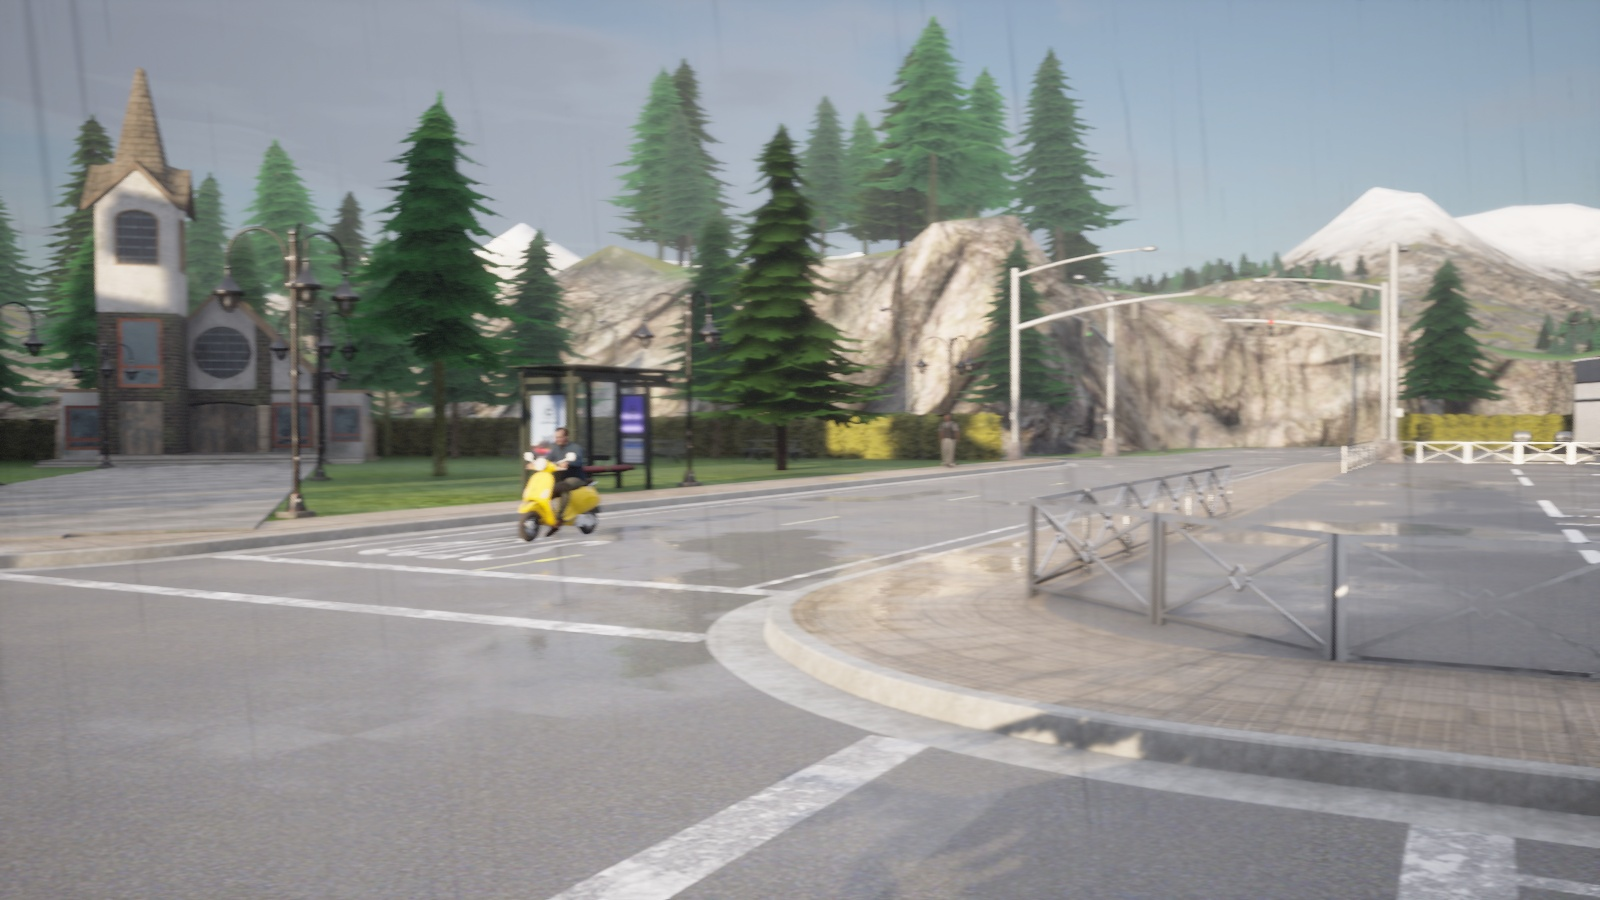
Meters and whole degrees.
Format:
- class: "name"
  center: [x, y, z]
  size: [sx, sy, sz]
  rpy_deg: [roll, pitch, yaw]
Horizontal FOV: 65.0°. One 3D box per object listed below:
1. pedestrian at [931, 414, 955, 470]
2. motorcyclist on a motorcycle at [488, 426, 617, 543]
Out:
- class: "pedestrian"
  center: [4.857, -0.274, 42.542]
  size: [0.563, 1.883, 0.849]
  rpy_deg: [1, 1, 25]
- class: "motorcyclist on a motorcycle"
  center: [-3.530, 0.449, 18.056]
  size: [0.866, 1.590, 1.817]
  rpy_deg: [1, 1, 28]
